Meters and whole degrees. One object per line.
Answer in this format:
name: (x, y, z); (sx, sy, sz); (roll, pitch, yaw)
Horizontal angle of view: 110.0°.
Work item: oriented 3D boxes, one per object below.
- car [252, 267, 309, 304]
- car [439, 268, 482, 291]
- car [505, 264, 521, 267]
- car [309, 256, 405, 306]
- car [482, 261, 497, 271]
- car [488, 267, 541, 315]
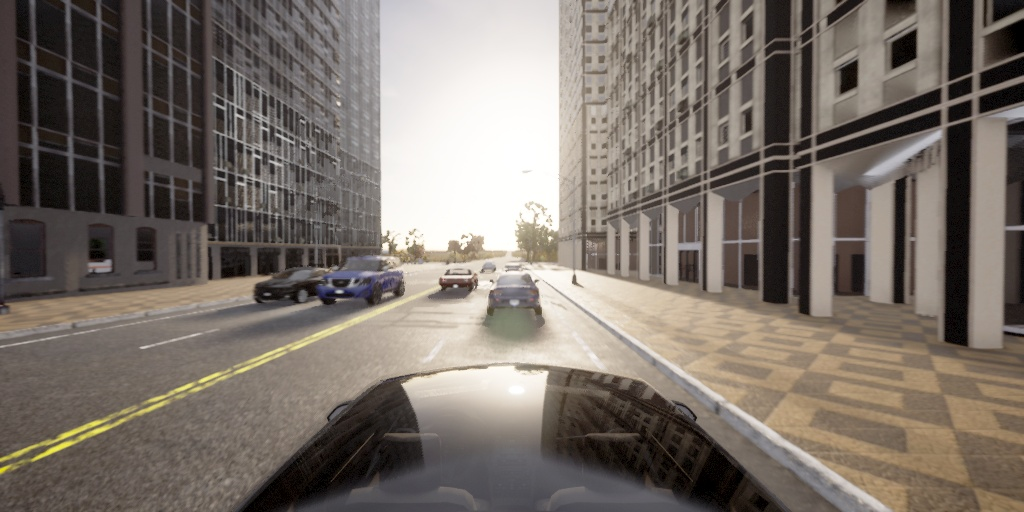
car: (-9.864, 1.278, 16.957); (1.882, 1.535, 5.008); (0, 0, 0)
car: (-3.172, 1.408, 22.368); (1.895, 1.301, 4.718); (0, 0, 0)
car: (0.066, 1.372, 31.400); (2.033, 1.411, 5.357); (0, 0, 0)
car: (-6.614, 1.017, 16.502); (2.150, 2.045, 5.566); (0, 0, 0)
car: (-3.206, 1.396, 51.221); (1.812, 1.442, 4.674); (0, 0, 0)
car: (0.084, 1.308, 13.707); (1.812, 1.442, 4.674); (0, 0, 0)
